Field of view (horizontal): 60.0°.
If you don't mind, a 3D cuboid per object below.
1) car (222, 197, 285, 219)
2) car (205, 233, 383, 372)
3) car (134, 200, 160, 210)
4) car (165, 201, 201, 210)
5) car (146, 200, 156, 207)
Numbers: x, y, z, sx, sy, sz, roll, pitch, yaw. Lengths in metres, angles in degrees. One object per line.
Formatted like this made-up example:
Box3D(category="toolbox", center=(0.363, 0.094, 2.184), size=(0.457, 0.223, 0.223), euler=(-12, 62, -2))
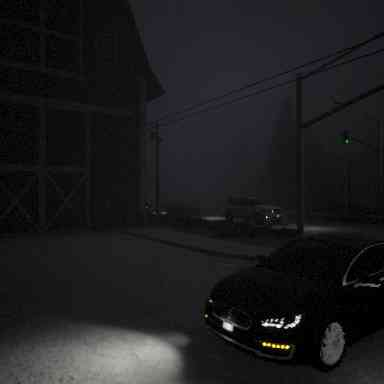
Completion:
Box3D(category="car", center=(4.699, 1.399, 26.483), size=(2.150, 2.045, 5.566), euler=(0, 0, -34))
Box3D(category="car", center=(2.437, 1.531, 5.785), size=(4.892, 1.490, 1.837), euler=(1, -1, -36))
Box3D(category="car", center=(-6.759, 1.920, 49.544), size=(1.895, 1.301, 4.718), euler=(0, 0, -34))
Box3D(category="car", center=(-0.942, 1.707, 34.710), size=(1.882, 1.535, 5.008), euler=(0, 0, -35))
Box3D(category="car", center=(-6.329, 1.784, 42.571), size=(1.837, 1.490, 4.892), euler=(0, 0, -34))
